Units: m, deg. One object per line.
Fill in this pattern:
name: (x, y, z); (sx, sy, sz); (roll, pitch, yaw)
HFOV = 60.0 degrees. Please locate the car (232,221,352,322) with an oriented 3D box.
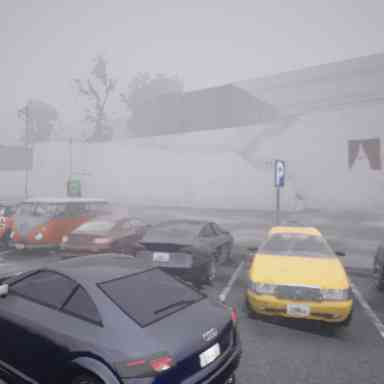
car: (2.327, 1.477, 7.613); (1.946, 1.575, 5.366); (1, 0, 15)

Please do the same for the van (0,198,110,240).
van: (-4.936, 1.201, 12.880); (1.878, 1.987, 4.442); (1, 0, 16)

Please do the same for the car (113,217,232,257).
car: (-0.056, 1.501, 9.558); (2.163, 1.488, 4.792); (0, -1, 16)

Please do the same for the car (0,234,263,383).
car: (-1.452, 1.552, 4.415); (4.181, 1.385, 1.994); (0, 0, 36)

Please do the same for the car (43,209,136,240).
car: (-2.493, 1.489, 11.259); (2.002, 1.452, 4.674); (0, 0, 16)

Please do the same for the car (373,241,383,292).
car: (4.794, 1.521, 6.030); (2.163, 1.488, 4.792); (1, -1, 16)
